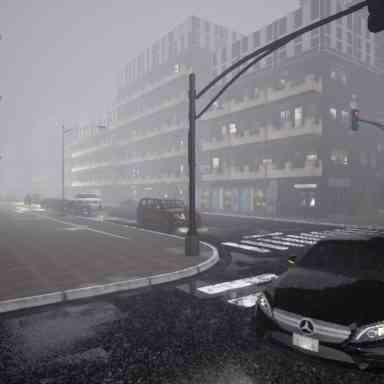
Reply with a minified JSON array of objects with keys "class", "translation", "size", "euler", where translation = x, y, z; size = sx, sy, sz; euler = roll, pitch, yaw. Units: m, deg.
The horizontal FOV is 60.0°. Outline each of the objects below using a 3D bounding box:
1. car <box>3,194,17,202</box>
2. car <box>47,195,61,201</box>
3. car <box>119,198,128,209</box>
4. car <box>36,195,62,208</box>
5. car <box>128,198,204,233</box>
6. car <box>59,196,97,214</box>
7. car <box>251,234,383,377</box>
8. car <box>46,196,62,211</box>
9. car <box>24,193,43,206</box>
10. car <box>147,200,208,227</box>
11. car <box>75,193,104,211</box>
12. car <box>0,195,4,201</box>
[{"class":"car","translation":[-38.029,1.412,70.181],"size":[1.802,1.307,4.206],"euler":[0,0,-36]},{"class":"car","translation":[-31.234,1.379,75.086],"size":[2.008,1.369,4.403],"euler":[0,0,-36]},{"class":"car","translation":[-8.023,1.465,42.941],"size":[1.802,1.307,4.206],"euler":[0,0,-36]},{"class":"car","translation":[-18.134,1.436,42.628],"size":[1.947,1.339,4.313],"euler":[0,0,-36]},{"class":"car","translation":[-1.552,1.264,19.663],"size":[2.192,1.841,5.009],"euler":[0,0,-36]},{"class":"car","translation":[-11.501,1.444,33.441],"size":[1.887,1.381,4.507],"euler":[0,0,-36]},{"class":"car","translation":[2.828,1.526,5.738],"size":[1.812,1.442,4.674],"euler":[1,1,39]},{"class":"car","translation":[-14.817,1.451,38.034],"size":[1.947,1.339,4.313],"euler":[0,0,-36]},{"class":"car","translation":[-24.764,1.162,51.811],"size":[2.192,1.841,5.009],"euler":[0,0,-36]},{"class":"car","translation":[-1.165,1.417,23.546],"size":[1.882,1.535,5.008],"euler":[0,0,-36]},{"class":"car","translation":[-12.171,1.109,38.809],"size":[2.150,2.045,5.566],"euler":[0,0,-36]},{"class":"car","translation":[-41.345,1.269,74.773],"size":[1.967,1.590,4.097],"euler":[0,0,-36]}]
